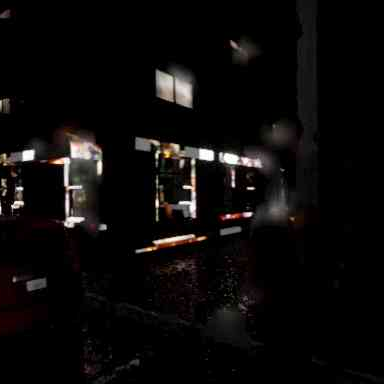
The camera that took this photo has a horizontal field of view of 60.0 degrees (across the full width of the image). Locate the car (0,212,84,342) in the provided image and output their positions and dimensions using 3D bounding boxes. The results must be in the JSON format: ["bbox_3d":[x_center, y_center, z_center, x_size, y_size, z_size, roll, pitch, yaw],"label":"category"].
[{"bbox_3d":[-3.960,1.267,5.717,5.009,1.841,2.192,1,0,36],"label":"car"}]
